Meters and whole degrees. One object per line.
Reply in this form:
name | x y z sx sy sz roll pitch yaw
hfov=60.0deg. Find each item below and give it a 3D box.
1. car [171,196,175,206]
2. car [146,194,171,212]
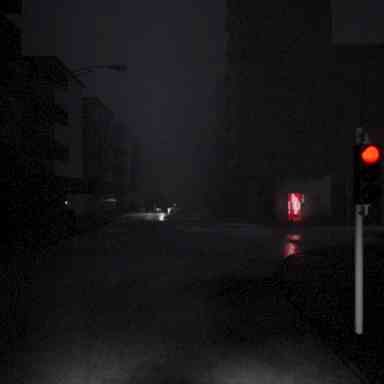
car | -4.075 1.457 49.937 1.882 1.535 5.008 0 0 0
car | -4.093 1.205 39.613 2.150 2.045 5.566 0 0 0
